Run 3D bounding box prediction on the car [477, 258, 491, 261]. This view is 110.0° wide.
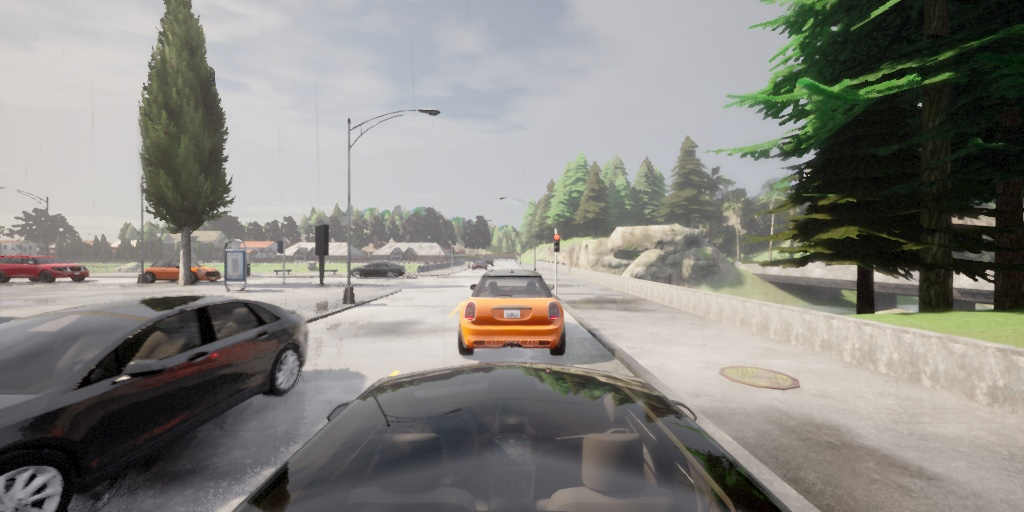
[{"bbox_3d":[-4.541,1.306,51.211,1.994,1.385,4.181,0,0,0],"label":"car"}]

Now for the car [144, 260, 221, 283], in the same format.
[{"bbox_3d":[-24.712,1.098,26.987,4.553,1.767,2.097,0,0,-1],"label":"car"}]

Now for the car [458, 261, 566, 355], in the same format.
[{"bbox_3d":[-0.001,1.101,8.805,2.097,1.767,4.553,0,0,0],"label":"car"}]

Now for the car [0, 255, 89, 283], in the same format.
[{"bbox_3d":[-35.392,0.967,26.884,5.566,2.045,2.150,0,0,0],"label":"car"}]

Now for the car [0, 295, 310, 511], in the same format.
[{"bbox_3d":[-4.116,1.254,3.758,1.837,1.490,4.892,0,0,-1],"label":"car"}]

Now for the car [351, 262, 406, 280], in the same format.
[{"bbox_3d":[-11.802,1.251,31.361,4.892,1.490,1.837,0,2,-6],"label":"car"}]
